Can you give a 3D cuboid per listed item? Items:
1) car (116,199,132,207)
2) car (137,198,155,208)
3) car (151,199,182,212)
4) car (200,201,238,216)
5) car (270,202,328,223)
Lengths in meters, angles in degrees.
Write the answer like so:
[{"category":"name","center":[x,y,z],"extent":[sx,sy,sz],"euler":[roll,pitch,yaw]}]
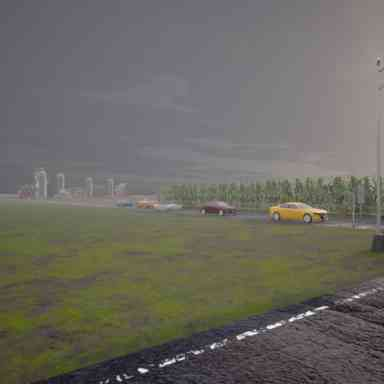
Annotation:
[{"category":"car","center":[-13.329,2.123,64.969],"extent":[1.994,1.385,4.181],"euler":[0,-1,-34]},{"category":"car","center":[-7.628,1.817,56.614],"extent":[2.097,1.767,4.553],"euler":[0,-1,-34]},{"category":"car","center":[-3.298,1.945,45.039],"extent":[1.895,1.301,4.718],"euler":[0,-1,-34]},{"category":"car","center":[2.829,1.722,36.030],"extent":[1.882,1.535,5.008],"euler":[0,-1,-34]},{"category":"car","center":[8.705,1.627,27.419],"extent":[1.882,1.535,5.008],"euler":[0,-1,-34]}]
